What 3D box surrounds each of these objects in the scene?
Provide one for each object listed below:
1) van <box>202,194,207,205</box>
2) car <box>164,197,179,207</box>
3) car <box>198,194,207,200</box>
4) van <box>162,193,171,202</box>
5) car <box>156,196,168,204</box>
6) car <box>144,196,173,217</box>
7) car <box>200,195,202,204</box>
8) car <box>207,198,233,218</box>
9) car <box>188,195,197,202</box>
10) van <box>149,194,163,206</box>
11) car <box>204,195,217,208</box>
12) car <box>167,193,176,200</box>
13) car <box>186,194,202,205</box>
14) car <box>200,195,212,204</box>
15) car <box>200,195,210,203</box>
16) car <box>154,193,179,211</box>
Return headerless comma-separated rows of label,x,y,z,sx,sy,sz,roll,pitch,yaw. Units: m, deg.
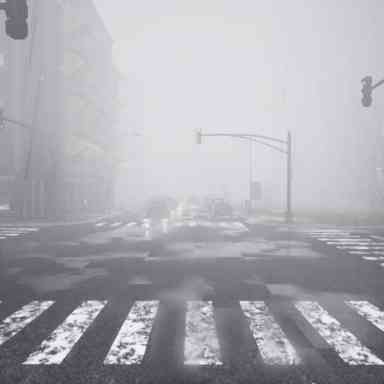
van,2.655,1.295,46.946,1.690,1.788,3.998,-1,0,0
car,-3.066,1.513,50.517,1.994,1.385,4.181,0,0,0
car,2.703,1.313,86.467,1.967,1.590,4.097,-1,0,0
van,-5.685,1.242,75.146,1.690,1.788,3.998,-1,0,0
car,-5.685,1.470,63.852,1.887,1.381,4.507,-1,0,0
car,-3.087,1.453,31.238,1.882,1.535,5.008,0,0,0
car,2.659,1.490,52.592,1.887,1.381,4.507,-1,0,0
car,2.654,1.522,30.009,1.887,1.381,4.507,-1,0,0
car,0.036,1.411,71.114,1.837,1.490,4.892,0,0,0
van,-5.691,1.287,52.561,1.690,1.788,3.998,-1,0,0
car,2.654,1.410,35.654,1.967,1.590,4.097,-1,0,0
car,-5.681,1.173,92.085,2.192,1.841,5.009,-1,0,0
car,0.134,1.294,55.568,2.097,1.767,4.553,0,0,-1
car,2.661,1.365,63.883,1.967,1.590,4.097,-1,0,0
car,2.668,1.353,69.529,1.967,1.590,4.097,-1,0,0
car,-3.080,1.315,40.552,2.097,1.767,4.553,0,0,0
